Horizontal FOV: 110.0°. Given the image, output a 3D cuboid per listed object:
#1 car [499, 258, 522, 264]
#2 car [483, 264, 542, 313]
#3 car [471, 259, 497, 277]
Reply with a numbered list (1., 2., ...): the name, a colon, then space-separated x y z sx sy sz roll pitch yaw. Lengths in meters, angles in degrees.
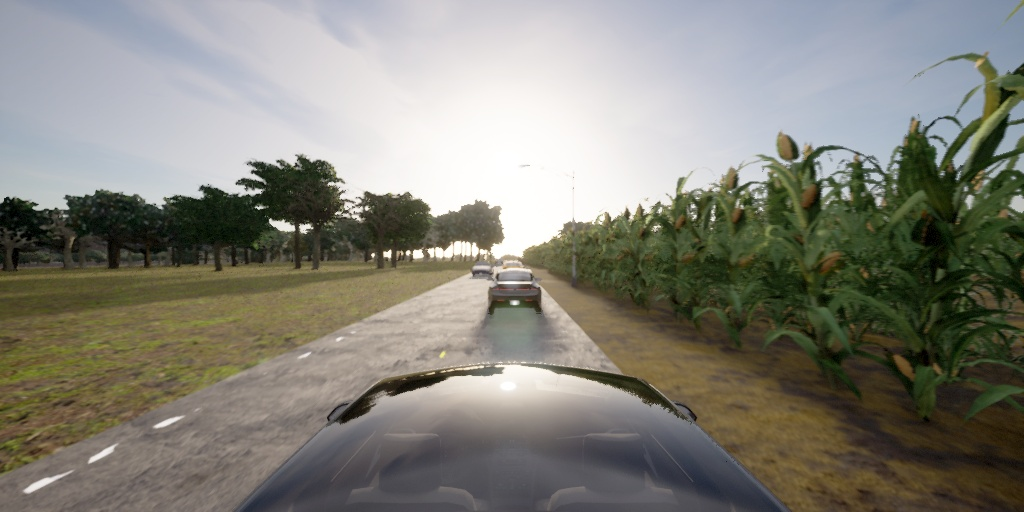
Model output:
1. car: 0.104 1.179 30.720 1.882 1.535 5.008 0 0 0
2. car: 0.096 1.233 13.800 1.837 1.490 4.892 0 0 0
3. car: -2.840 1.243 35.303 2.033 1.411 5.357 0 0 0
